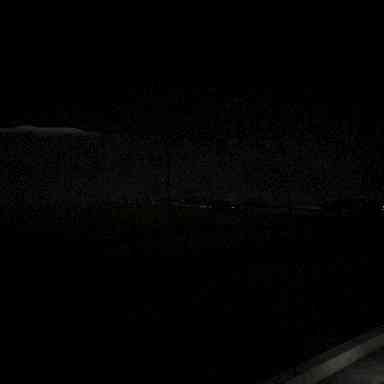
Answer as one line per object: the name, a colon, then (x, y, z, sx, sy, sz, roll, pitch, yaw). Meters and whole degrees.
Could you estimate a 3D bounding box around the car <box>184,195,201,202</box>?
car: (0.122, 1.496, 77.505, 1.994, 1.385, 4.181, 0, 0, -35)

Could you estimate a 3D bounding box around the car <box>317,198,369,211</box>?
car: (17.795, 1.547, 40.035, 2.033, 1.411, 5.357, 0, 0, -34)

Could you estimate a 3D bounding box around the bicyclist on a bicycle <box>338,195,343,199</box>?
bicyclist on a bicycle: (23.074, 1.302, 51.786, 1.656, 1.620, 0.582, 0, 0, -35)

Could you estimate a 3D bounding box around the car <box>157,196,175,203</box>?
car: (-5.292, 1.506, 67.055, 1.837, 1.490, 4.892, 0, 0, -35)

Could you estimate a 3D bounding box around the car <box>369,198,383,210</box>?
car: (21.157, 1.505, 41.067, 1.837, 1.490, 4.892, 0, 0, -33)

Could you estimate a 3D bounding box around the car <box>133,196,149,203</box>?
car: (-10.481, 1.478, 68.390, 1.882, 1.535, 5.008, 0, 0, -35)

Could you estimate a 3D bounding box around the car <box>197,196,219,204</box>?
car: (3.111, 1.505, 67.126, 1.837, 1.490, 4.892, 0, 0, -35)

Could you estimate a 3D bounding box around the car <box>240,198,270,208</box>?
car: (8.863, 1.526, 46.848, 1.812, 1.442, 4.674, 0, 0, -35)

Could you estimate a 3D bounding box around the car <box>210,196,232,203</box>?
car: (5.958, 1.601, 69.162, 1.895, 1.301, 4.718, 0, 0, -35)

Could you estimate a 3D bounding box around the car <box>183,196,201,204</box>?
car: (0.195, 1.505, 65.188, 1.837, 1.490, 4.892, 0, 0, -35)

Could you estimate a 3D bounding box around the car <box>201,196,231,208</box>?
car: (3.665, 1.564, 48.170, 1.994, 1.385, 4.181, 0, 0, -35)
